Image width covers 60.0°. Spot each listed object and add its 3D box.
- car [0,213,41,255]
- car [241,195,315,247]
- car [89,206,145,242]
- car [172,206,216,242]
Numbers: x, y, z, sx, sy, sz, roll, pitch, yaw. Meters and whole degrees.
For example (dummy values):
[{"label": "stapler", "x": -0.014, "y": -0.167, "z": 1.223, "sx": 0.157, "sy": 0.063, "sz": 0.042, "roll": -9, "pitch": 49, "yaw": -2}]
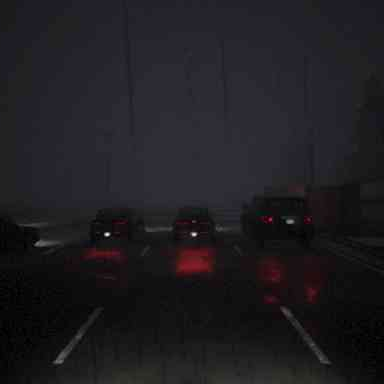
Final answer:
[{"label": "car", "x": -6.920, "y": 1.500, "z": 10.717, "sx": 2.033, "sy": 1.411, "sz": 5.357, "roll": 0, "pitch": 0, "yaw": 0}, {"label": "car", "x": 3.588, "y": 1.157, "z": 14.804, "sx": 2.150, "sy": 2.045, "sz": 5.566, "roll": 0, "pitch": 0, "yaw": 0}, {"label": "car", "x": -3.413, "y": 1.435, "z": 15.818, "sx": 1.837, "sy": 1.490, "sz": 4.892, "roll": 0, "pitch": 0, "yaw": 0}, {"label": "car", "x": 0.087, "y": 1.435, "z": 15.839, "sx": 1.837, "sy": 1.490, "sz": 4.892, "roll": 0, "pitch": 0, "yaw": 0}]
